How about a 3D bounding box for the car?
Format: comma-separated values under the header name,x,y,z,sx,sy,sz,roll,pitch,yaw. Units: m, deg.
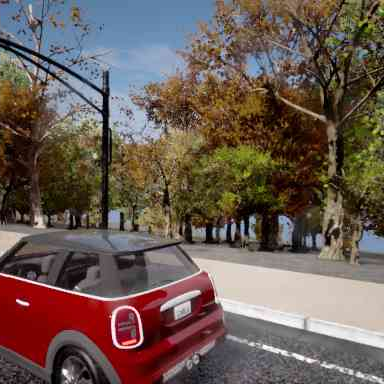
name,x,y,z,sx,sy,sz,roll,pitch,yaw
car,-1.832,1.351,4.992,4.553,1.767,2.097,0,0,36
